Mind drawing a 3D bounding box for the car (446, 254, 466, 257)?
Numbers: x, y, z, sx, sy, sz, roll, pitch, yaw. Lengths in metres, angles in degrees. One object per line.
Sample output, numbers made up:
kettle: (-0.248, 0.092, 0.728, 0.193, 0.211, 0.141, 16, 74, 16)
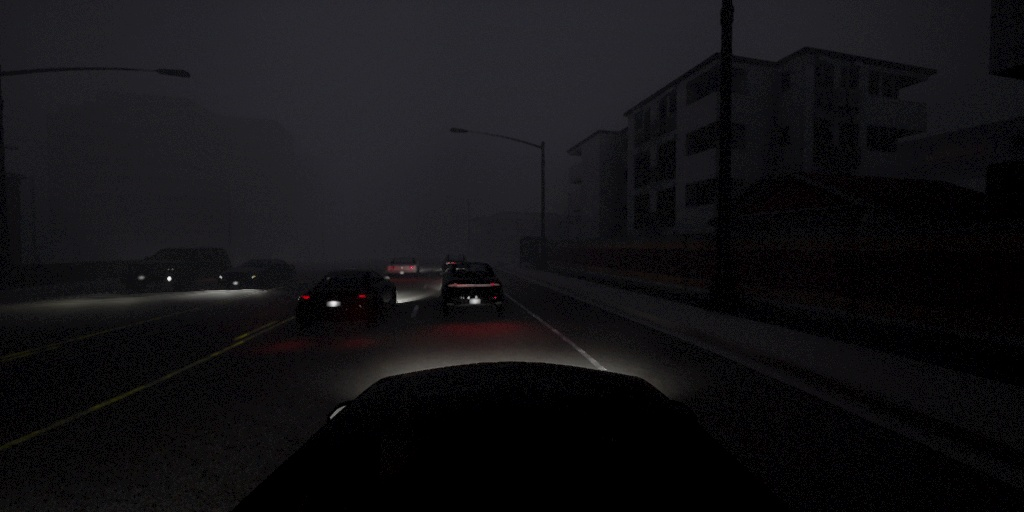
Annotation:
car: (-4.010, 0.632, 25.367, 2.128, 1.511, 4.902, 0, 1, -12)

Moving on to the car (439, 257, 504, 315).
car: (-1.445, 0.969, 12.281, 2.128, 1.511, 4.902, 0, 2, -10)

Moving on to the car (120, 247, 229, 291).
car: (-17.098, 0.554, 18.742, 2.150, 2.045, 5.566, 0, 1, -11)

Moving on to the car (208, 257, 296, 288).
car: (-13.728, 0.848, 19.750, 2.033, 1.411, 5.357, 0, 1, -11)

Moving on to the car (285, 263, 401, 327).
car: (-4.722, 1.086, 10.752, 1.994, 1.385, 4.181, 0, 2, -10)

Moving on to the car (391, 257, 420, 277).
car: (-7.584, 0.745, 25.402, 1.895, 1.301, 4.718, 0, 1, -12)
